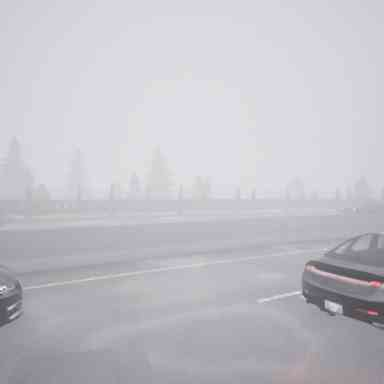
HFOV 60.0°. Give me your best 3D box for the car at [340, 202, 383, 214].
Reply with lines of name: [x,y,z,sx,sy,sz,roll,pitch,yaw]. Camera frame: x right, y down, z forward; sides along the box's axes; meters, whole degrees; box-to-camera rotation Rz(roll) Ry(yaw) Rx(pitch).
car: [16.189,1.633,30.774,4.718,1.301,1.895,0,0,-17]

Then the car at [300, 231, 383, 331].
car: [4.178,1.489,6.147,4.902,1.511,2.128,0,0,-31]

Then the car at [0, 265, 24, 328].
car: [-4.965,1.459,4.361,4.902,1.511,2.128,0,0,-36]
